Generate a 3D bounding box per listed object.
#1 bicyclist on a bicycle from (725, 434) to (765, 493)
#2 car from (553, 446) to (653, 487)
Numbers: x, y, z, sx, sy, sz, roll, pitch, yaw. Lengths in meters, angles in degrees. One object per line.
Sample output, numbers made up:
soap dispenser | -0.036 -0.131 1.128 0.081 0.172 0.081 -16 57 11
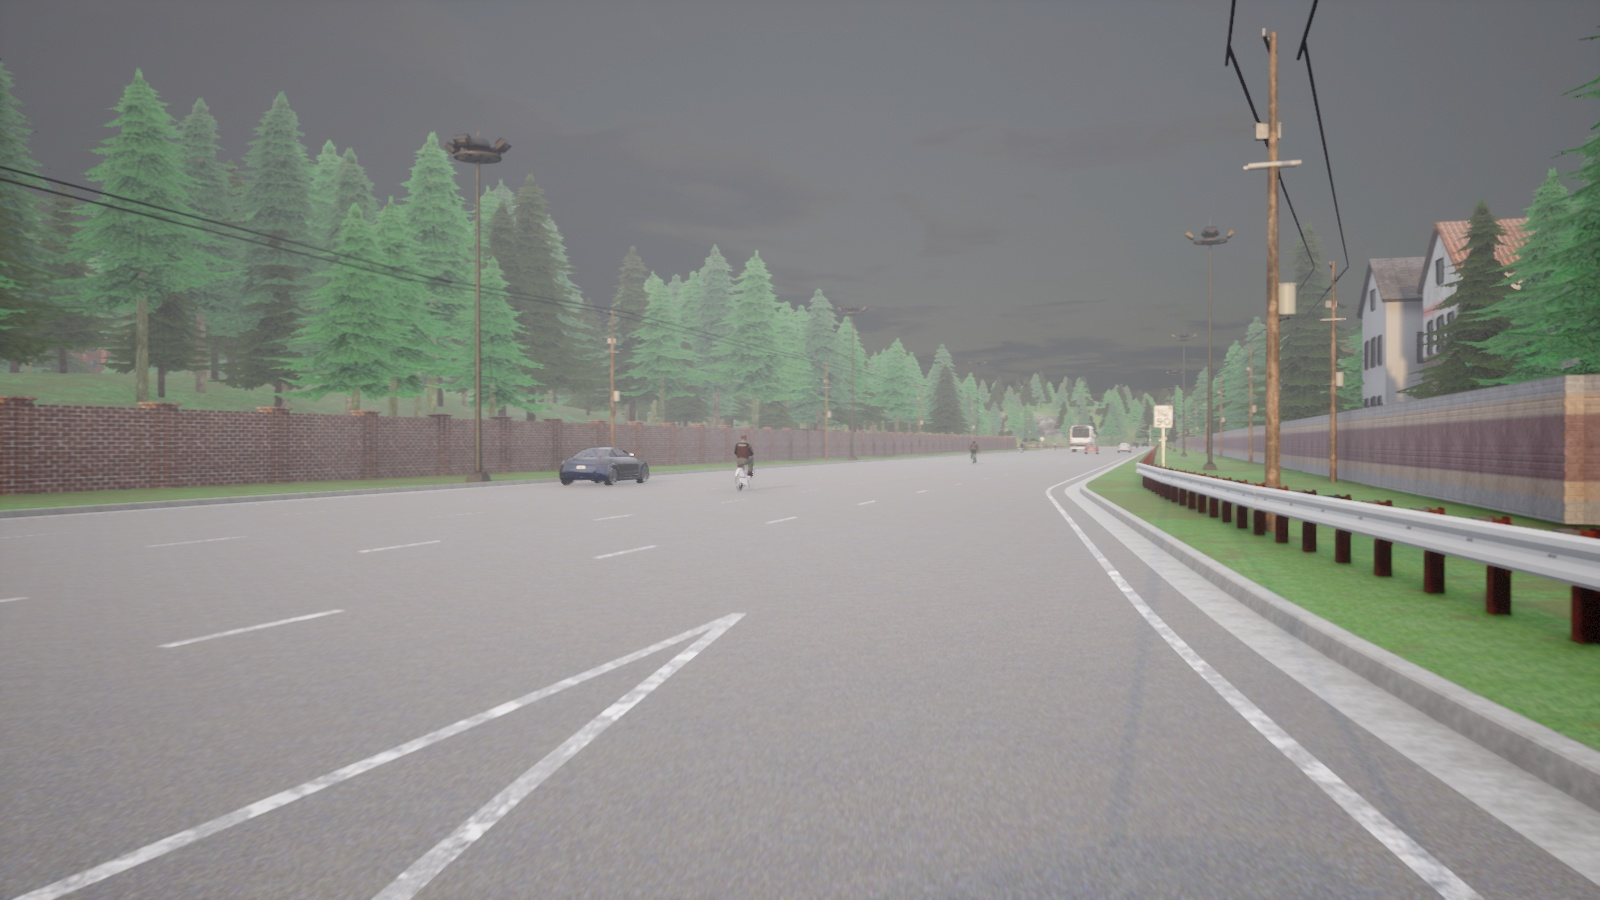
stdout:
bicyclist on a bicycle | -1.676 0.397 38.608 0.659 1.776 1.843 0 1 16
car | -7.032 0.546 45.313 1.994 1.385 4.181 0 0 16
